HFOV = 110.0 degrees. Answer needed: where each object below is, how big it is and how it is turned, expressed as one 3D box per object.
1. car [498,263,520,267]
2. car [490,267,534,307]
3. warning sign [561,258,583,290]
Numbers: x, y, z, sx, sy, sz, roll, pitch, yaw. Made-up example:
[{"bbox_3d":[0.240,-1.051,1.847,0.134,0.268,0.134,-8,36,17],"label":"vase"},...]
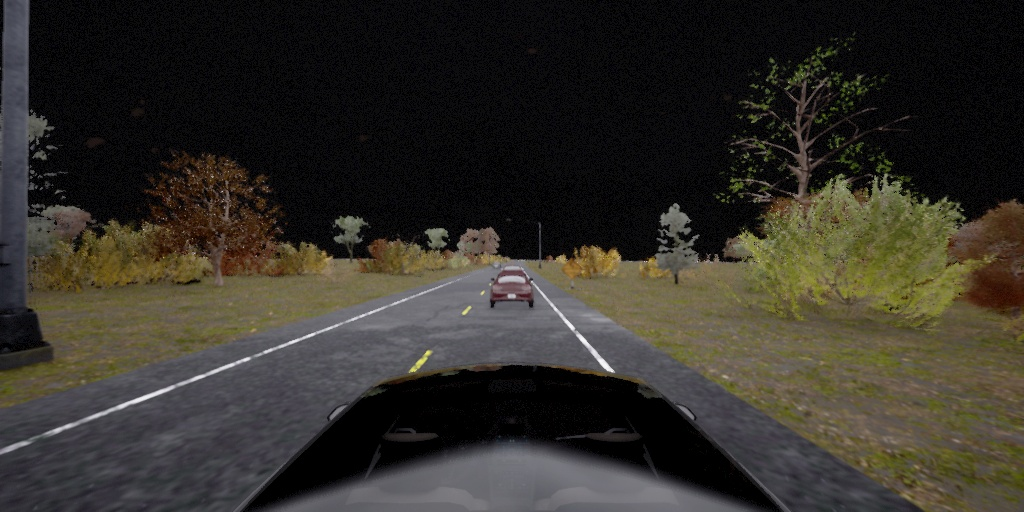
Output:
[{"bbox_3d":[0.040,1.512,31.315,1.882,1.535,5.008,0,0,0],"label":"car"},{"bbox_3d":[-0.001,1.414,16.220,1.812,1.442,4.674,0,0,0],"label":"car"},{"bbox_3d":[3.553,1.051,21.109,1.300,1.860,1.060,0,0,0],"label":"warning sign"}]
